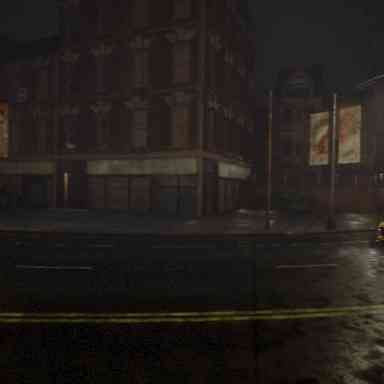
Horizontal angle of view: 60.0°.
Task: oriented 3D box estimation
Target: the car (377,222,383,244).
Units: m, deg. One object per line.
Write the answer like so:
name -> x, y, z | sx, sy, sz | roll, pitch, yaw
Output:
car -> 10.235, 1.519, 14.408 | 5.008, 1.535, 1.882 | 1, 1, -26
